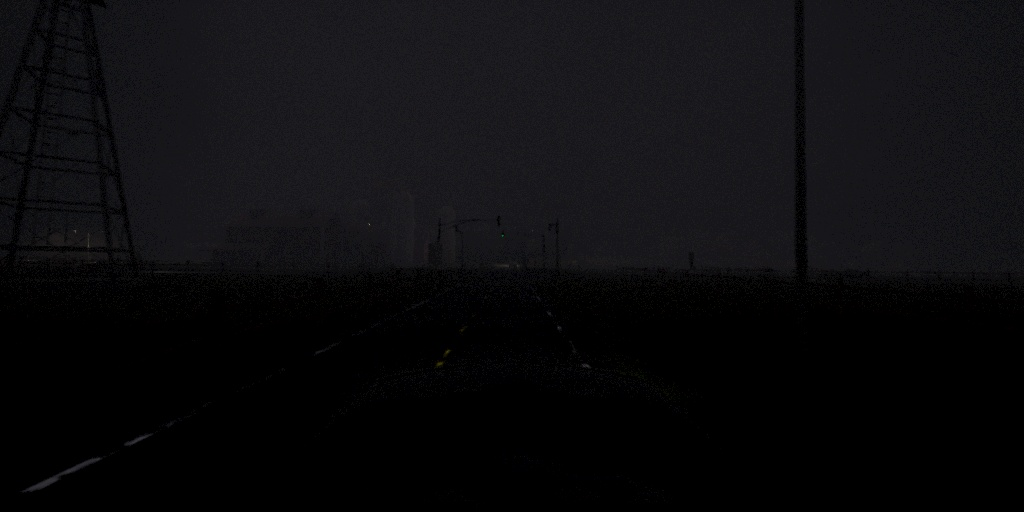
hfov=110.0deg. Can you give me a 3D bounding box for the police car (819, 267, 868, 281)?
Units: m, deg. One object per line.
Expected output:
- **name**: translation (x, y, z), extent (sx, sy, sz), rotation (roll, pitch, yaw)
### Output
- **police car**: translation (42.019, 2.270, 45.578), extent (5.238, 1.638, 1.930), rotation (1, -2, 0)

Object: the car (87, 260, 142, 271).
- **car**: translation (-46.780, 1.153, 42.291), extent (4.718, 1.301, 1.895), rotation (1, -2, 1)
